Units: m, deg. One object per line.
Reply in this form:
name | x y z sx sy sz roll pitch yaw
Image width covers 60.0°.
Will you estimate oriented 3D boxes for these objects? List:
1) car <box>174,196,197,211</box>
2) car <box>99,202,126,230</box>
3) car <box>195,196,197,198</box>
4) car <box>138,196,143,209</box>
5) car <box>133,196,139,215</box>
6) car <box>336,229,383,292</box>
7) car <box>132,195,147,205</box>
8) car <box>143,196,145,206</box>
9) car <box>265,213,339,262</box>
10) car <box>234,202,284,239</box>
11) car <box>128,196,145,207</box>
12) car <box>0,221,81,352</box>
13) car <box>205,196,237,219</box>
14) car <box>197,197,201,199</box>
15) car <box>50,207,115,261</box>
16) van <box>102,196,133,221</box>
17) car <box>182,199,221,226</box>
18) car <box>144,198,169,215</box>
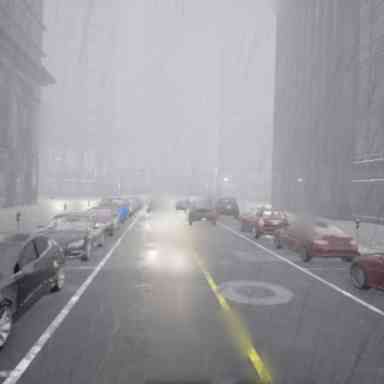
car | -0.942 1.484 38.487 1.994 1.385 4.181 2 0 -5
car | -4.653 1.413 17.063 1.802 1.307 4.206 1 0 -6
car | 1.590 1.560 40.346 1.947 1.339 4.313 1 0 -6
car | -6.330 1.343 33.889 1.802 1.307 4.206 1 0 -6
car | -5.753 1.310 28.111 1.752 1.417 4.829 1 0 -6
car | 4.943 1.719 6.696 1.802 1.307 4.206 1 0 -6
car | -8.006 1.248 50.715 2.008 1.369 4.403 1 0 -6
car | -6.889 1.305 39.497 1.947 1.339 4.313 1 0 -6
car | 4.384 1.693 12.305 1.802 1.307 4.206 1 0 -6
car | 3.829 1.527 17.913 1.967 1.590 4.097 1 0 -6
car | -7.448 1.284 45.106 1.947 1.339 4.313 1 0 -6
car | -3.535 1.448 5.845 1.947 1.339 4.313 1 0 -6
car | 2.715 1.354 29.128 2.192 1.841 5.009 1 0 -6
car | 2.156 1.331 34.737 2.192 1.841 5.009 1 0 -6
car | -4.093 1.407 11.453 2.008 1.369 4.403 1 0 -6
van | -5.206 1.148 22.671 1.690 1.788 3.998 1 0 -6
car | 0.550 1.485 23.579 1.837 1.490 4.892 2 0 -5
car | -3.392 1.356 32.312 1.837 1.490 4.892 2 0 -6
